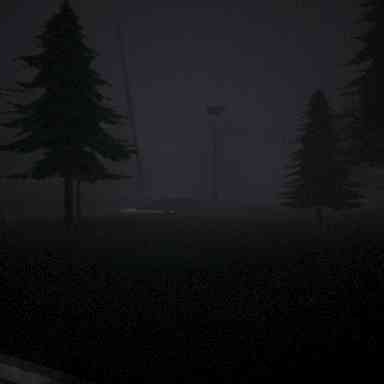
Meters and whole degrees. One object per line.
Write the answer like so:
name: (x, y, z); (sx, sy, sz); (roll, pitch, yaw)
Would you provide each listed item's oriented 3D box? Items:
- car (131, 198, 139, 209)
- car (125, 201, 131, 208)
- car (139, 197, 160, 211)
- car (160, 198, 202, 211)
car: (-5.427, 1.588, 44.507); (4.181, 1.385, 1.994); (-1, 0, -39)
car: (-7.200, 1.533, 47.576); (4.902, 1.511, 2.128); (-1, 0, -39)
car: (-3.647, 1.486, 41.445); (5.008, 1.535, 1.882); (-1, 0, -39)
car: (-0.989, 1.488, 39.942); (4.892, 1.490, 1.837); (0, 0, -43)
